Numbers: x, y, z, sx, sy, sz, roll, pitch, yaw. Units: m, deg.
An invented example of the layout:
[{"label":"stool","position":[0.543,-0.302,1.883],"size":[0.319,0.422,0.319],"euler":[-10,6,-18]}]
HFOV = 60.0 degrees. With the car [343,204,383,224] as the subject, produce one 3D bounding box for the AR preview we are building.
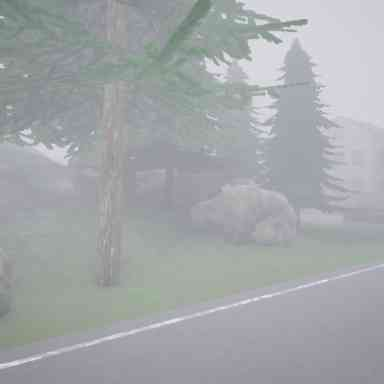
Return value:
[{"label":"car","position":[12.618,1.549,22.791],"size":[1.994,1.385,4.181],"euler":[0,0,-36]}]
